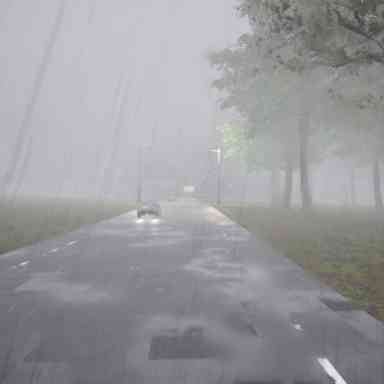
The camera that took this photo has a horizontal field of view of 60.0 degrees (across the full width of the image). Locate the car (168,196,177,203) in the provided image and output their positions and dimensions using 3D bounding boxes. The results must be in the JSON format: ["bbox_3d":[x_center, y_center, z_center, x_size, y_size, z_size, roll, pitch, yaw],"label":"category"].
[{"bbox_3d":[-4.141,1.465,70.288,2.033,1.411,5.357,0,0,-1],"label":"car"}]

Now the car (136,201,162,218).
[{"bbox_3d":[-3.745,1.500,29.844,2.033,1.411,5.357,-3,-1,-1],"label":"car"}]

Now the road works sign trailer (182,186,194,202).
[{"bbox_3d":[-0.684,0.396,72.900,2.380,3.560,2.880,0,0,-1],"label":"road works sign trailer"}]
